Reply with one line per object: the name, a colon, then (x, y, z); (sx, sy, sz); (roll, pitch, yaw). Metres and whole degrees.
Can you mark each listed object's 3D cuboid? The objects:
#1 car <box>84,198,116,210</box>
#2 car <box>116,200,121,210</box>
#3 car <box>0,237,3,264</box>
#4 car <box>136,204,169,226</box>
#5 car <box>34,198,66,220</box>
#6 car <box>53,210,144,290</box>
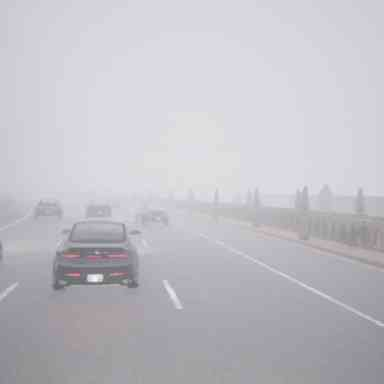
car: (-7.577, 1.349, 26.721); (1.882, 1.535, 5.008); (2, 0, -20)
car: (-10.153, 1.421, 40.852); (1.994, 1.385, 4.181); (2, 0, -28)
car: (-5.595, 1.324, 7.012); (2.128, 1.511, 4.902); (2, 0, -13)
car: (-2.911, 1.554, 23.888); (1.812, 1.442, 4.674); (2, 0, -18)
car: (-10.802, 1.236, 25.368); (2.128, 1.511, 4.902); (2, 0, -20)
car: (-2.466, 1.465, 9.004); (1.837, 1.490, 4.892); (2, 0, -13)
